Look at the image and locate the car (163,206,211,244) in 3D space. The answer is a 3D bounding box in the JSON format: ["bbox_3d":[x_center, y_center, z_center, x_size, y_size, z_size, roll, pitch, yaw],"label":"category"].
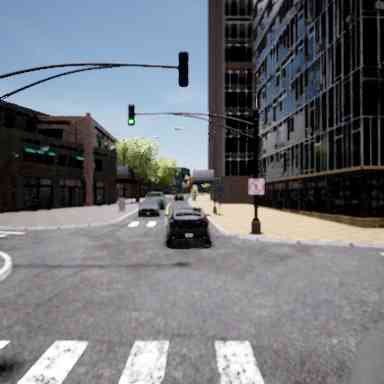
[{"bbox_3d":[-0.188,1.425,15.350,1.837,1.490,4.892,0,0,-2],"label":"car"}]

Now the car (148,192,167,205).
[{"bbox_3d":[-4.420,1.012,40.594,2.150,2.045,5.566,0,0,-3],"label":"car"}]

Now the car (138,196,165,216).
[{"bbox_3d":[-3.824,1.390,30.434,2.033,1.411,5.357,0,0,-3],"label":"car"}]

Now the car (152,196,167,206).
[{"bbox_3d":[-4.896,1.303,50.644,1.994,1.385,4.181,0,0,-3],"label":"car"}]

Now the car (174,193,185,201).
[{"bbox_3d":[-2.604,0.989,70.105,2.097,1.767,4.553,0,0,0],"label":"car"}]
